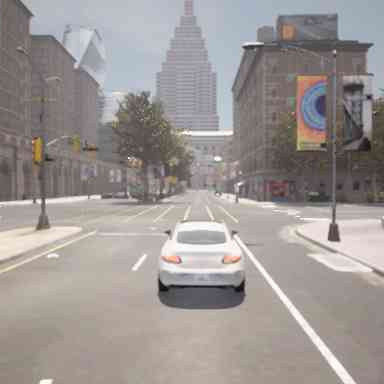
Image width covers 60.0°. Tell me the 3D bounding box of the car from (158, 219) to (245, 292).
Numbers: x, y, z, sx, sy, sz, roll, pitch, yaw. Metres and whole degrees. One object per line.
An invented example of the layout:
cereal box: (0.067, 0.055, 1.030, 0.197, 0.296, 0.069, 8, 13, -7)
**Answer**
car: (0.232, 1.417, 8.491, 1.812, 1.442, 4.674, 0, 0, 1)

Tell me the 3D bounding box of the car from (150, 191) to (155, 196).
car: (-10.028, 0.529, 80.633, 1.994, 1.385, 4.181, 0, 1, 1)

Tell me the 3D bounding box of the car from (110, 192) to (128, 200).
car: (-13.817, 0.715, 65.182, 2.033, 1.411, 5.357, 0, 1, 1)

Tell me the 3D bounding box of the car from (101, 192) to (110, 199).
car: (-17.019, 0.734, 67.478, 1.895, 1.301, 4.718, 0, 1, 1)

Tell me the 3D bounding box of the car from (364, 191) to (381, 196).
car: (35.692, 0.637, 67.907, 2.231, 1.521, 4.892, 0, 1, 1)

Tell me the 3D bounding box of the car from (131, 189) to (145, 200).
car: (-10.322, 0.391, 65.157, 2.150, 2.045, 5.566, 0, 1, 1)

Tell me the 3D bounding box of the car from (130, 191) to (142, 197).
car: (-13.528, 0.528, 80.626, 1.994, 1.385, 4.181, 0, 1, 1)
